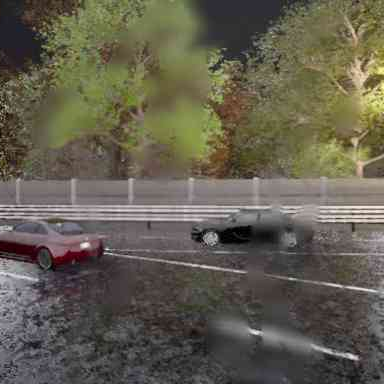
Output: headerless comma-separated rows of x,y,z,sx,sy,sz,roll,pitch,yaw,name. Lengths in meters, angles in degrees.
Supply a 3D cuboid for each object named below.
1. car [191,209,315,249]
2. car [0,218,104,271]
2.454,1.453,13.897,5.008,1.535,1.882,0,0,6,car
-4.897,1.550,10.899,4.181,1.385,1.994,0,0,31,car
